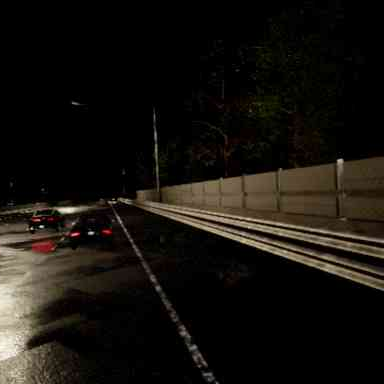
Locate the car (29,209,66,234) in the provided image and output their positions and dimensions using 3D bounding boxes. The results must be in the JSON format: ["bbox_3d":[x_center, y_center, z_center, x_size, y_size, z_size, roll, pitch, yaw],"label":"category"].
[{"bbox_3d":[-10.255,1.996,23.708,1.837,1.490,4.892,-3,0,-15],"label":"car"}]

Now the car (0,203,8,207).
[{"bbox_3d":[-40.644,3.076,70.826,2.097,1.767,4.553,-3,0,-15],"label":"car"}]

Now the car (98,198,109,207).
[{"bbox_3d":[-18.461,2.363,68.925,1.812,1.442,4.674,-3,0,-15],"label":"car"}]

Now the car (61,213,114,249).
[{"bbox_3d":[-4.744,1.755,15.997,2.033,1.411,5.357,-3,0,-15],"label":"car"}]
